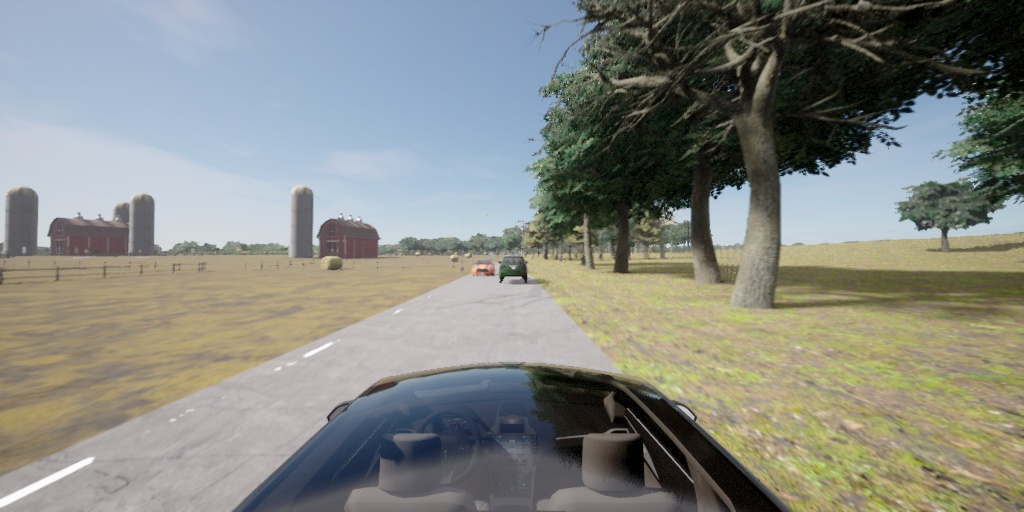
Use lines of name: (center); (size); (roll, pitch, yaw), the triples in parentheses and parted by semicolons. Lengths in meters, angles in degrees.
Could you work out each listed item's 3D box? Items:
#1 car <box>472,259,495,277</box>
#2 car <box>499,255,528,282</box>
car: (-2.828, 1.110, 36.180); (2.097, 1.767, 4.553); (0, 0, 0)
car: (0.110, 0.978, 28.810); (2.150, 2.045, 5.566); (0, 0, 0)
